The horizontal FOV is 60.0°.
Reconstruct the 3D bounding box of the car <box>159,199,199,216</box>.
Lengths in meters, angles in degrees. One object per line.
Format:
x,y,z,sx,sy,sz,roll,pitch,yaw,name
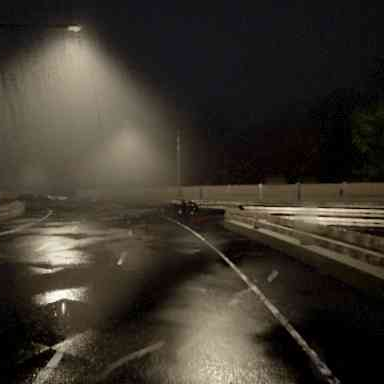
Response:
-1.414,1.469,33.713,2.128,1.511,4.902,0,0,-42,car

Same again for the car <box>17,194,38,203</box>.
-36.682,1.394,73.188,5.566,2.045,2.150,0,0,44,car

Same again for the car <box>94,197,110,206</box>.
-15.088,1.574,55.967,1.812,1.442,4.674,0,0,-29,car

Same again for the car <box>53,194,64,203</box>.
-31.236,1.390,77.709,5.566,2.045,2.150,0,0,44,car

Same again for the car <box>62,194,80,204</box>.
-25.605,1.772,71.195,1.812,1.442,4.674,0,0,-40,car

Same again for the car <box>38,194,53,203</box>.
-34.138,1.638,75.595,5.008,1.535,1.882,0,0,44,car
